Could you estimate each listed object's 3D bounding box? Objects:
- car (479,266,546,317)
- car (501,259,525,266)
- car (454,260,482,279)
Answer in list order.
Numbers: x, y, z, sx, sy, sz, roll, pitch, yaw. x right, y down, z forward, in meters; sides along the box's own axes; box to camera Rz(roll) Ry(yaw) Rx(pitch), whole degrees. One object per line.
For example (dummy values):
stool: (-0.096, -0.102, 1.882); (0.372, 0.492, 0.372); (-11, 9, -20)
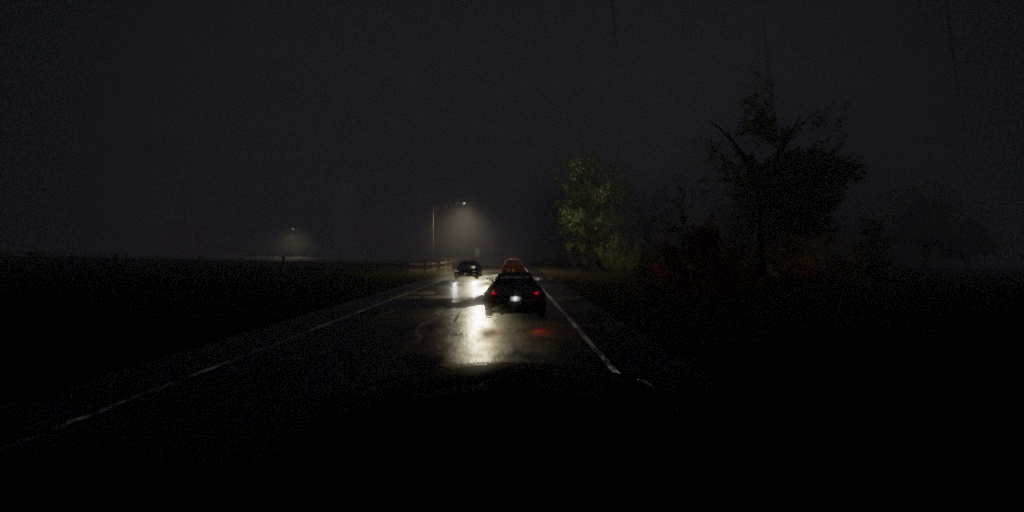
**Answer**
car: (0.100, 1.230, 12.697); (1.994, 1.385, 4.181); (0, 0, 0)
car: (0.098, 0.998, 31.660); (1.882, 1.535, 5.008); (0, 0, 0)
car: (-3.503, 1.073, 29.269); (1.837, 1.490, 4.892); (0, 0, 0)
